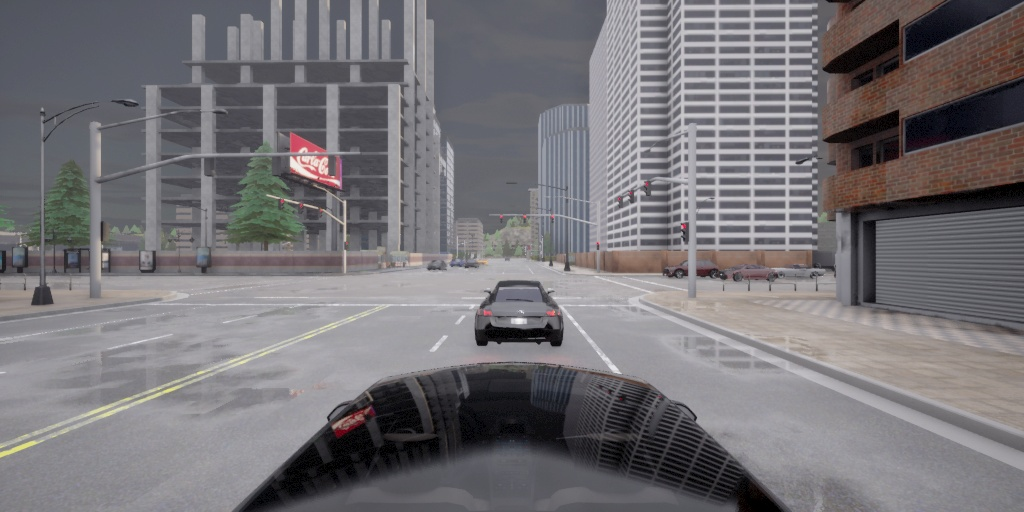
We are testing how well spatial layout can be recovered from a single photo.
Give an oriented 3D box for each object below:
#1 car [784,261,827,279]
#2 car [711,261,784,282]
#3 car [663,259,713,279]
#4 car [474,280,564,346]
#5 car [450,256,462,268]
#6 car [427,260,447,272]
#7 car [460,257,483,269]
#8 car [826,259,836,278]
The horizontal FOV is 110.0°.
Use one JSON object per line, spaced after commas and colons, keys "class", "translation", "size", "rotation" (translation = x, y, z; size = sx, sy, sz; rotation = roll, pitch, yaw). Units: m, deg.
{"class": "car", "translation": [25.056, 1.351, 32.195], "size": [4.718, 1.301, 1.895], "rotation": [0, 0, 1]}
{"class": "car", "translation": [18.789, 1.314, 28.776], "size": [4.181, 1.385, 1.994], "rotation": [0, 0, 1]}
{"class": "car", "translation": [16.063, 1.102, 32.310], "size": [4.553, 1.767, 2.097], "rotation": [0, 0, 1]}
{"class": "car", "translation": [0.187, 1.314, 9.399], "size": [1.994, 1.385, 4.181], "rotation": [0, 0, 1]}
{"class": "car", "translation": [-9.535, 1.227, 62.375], "size": [1.882, 1.535, 5.008], "rotation": [0, 0, 1]}
{"class": "car", "translation": [-9.831, 1.254, 47.062], "size": [1.837, 1.490, 4.892], "rotation": [0, 0, 1]}
{"class": "car", "translation": [-6.180, 1.297, 55.390], "size": [2.033, 1.411, 5.357], "rotation": [0, 0, 1]}
{"class": "car", "translation": [28.675, 1.228, 28.640], "size": [5.008, 1.535, 1.882], "rotation": [0, 0, 1]}
